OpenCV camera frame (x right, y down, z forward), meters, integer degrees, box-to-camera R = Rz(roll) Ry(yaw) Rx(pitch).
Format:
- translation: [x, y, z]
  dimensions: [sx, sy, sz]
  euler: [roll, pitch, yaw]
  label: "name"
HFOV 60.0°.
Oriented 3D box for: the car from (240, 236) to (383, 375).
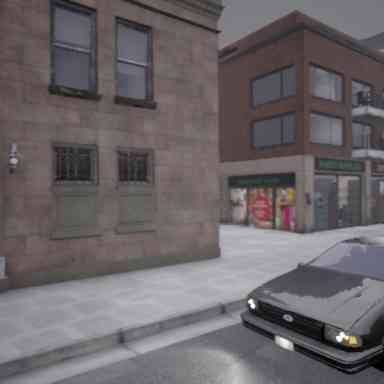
- translation: [3.339, 1.521, 5.775]
  dimensions: [5.357, 1.411, 2.033]
  euler: [0, 0, -35]
  label: "car"
